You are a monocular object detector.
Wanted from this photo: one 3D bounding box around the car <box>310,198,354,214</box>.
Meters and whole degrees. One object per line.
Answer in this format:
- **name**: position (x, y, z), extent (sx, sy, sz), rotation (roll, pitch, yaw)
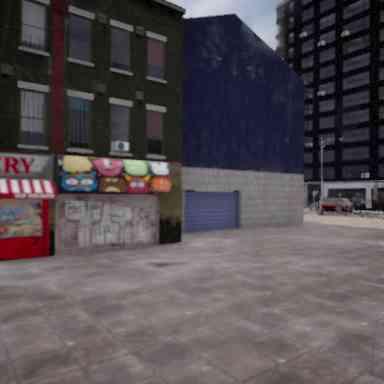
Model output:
- **car**: position (15.492, 1.453, 37.112), extent (2.097, 1.767, 4.553), rotation (1, 0, -36)
